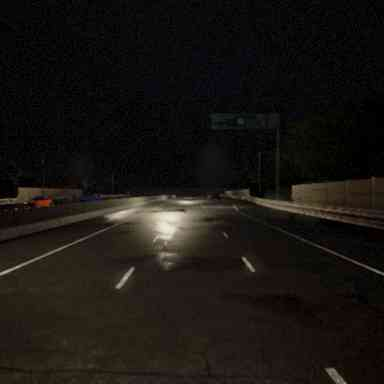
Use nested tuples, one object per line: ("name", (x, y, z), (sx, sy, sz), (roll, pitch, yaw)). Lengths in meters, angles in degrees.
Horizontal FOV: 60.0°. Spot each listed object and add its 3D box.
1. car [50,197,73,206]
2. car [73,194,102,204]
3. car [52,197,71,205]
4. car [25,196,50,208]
("car", (-17.534, 1.623, 46.239), (1.994, 1.385, 4.181), (0, 0, 0))
("car", (-14.033, 1.281, 45.920), (2.150, 2.045, 5.566), (0, 0, 0))
("car", (-23.825, 1.678, 60.703), (1.994, 1.385, 4.181), (0, 0, -3))
("car", (-21.033, 1.410, 45.734), (2.097, 1.767, 4.553), (0, 0, 0))
